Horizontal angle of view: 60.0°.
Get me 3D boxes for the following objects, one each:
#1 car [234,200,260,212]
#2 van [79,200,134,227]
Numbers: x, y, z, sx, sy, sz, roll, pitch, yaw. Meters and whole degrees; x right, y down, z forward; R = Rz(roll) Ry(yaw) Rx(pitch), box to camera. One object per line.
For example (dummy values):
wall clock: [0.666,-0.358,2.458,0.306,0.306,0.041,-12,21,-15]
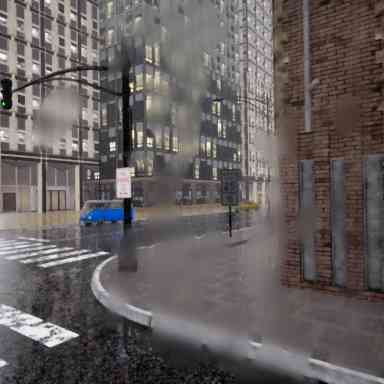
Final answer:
car: [6.886,1.688,41.355,1.752,1.417,4.829,-2,-1,36]
van: [-5.953,1.460,23.448,1.690,1.788,3.998,-2,-1,36]
